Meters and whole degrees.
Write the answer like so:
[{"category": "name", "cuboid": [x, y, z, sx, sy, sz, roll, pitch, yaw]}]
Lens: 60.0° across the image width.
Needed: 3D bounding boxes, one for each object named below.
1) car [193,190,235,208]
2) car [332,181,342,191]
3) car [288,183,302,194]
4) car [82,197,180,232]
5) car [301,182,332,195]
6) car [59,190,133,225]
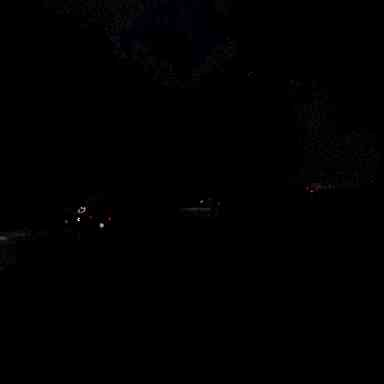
[{"category": "car", "cuboid": [1.918, 0.502, 27.790, 1.994, 1.385, 4.181, 0, 3, 36]}, {"category": "car", "cuboid": [21.116, -0.875, 49.880, 2.033, 1.411, 5.357, 0, 3, 32]}, {"category": "car", "cuboid": [14.769, -0.534, 45.606, 2.033, 1.411, 5.357, 0, 3, 34]}, {"category": "car", "cuboid": [-2.648, 1.071, 16.350, 1.895, 1.301, 4.718, 0, 3, 36]}, {"category": "car", "cuboid": [15.490, -0.407, 41.242, 1.812, 1.442, 4.674, 0, 3, 35]}, {"category": "car", "cuboid": [-4.975, 0.812, 18.442, 2.097, 1.767, 4.553, 0, 3, 37]}]
